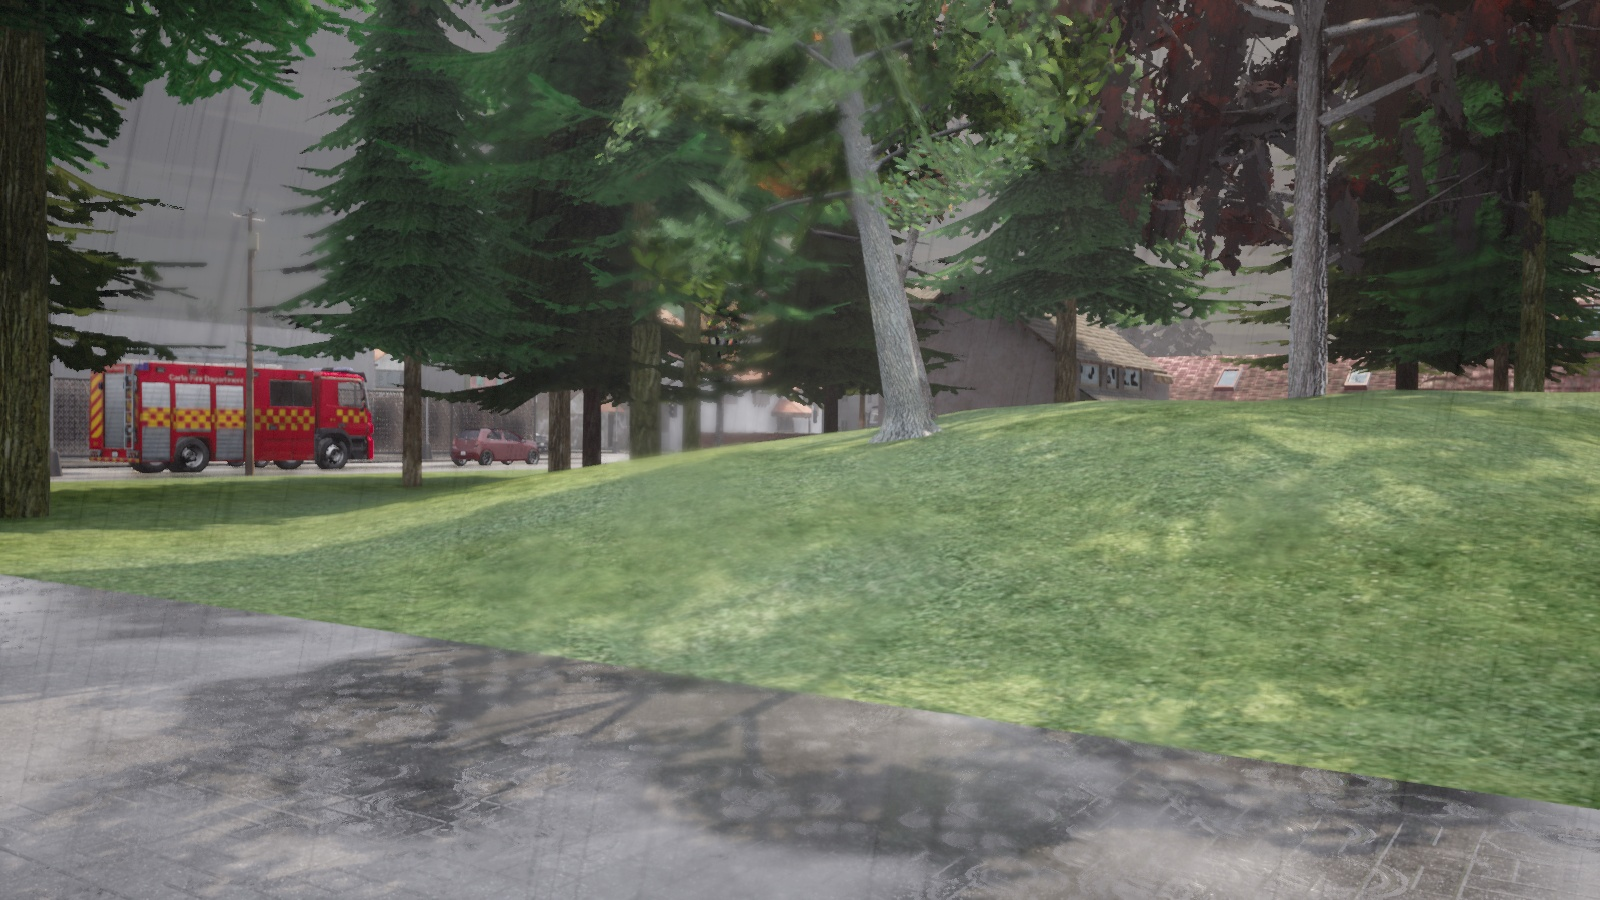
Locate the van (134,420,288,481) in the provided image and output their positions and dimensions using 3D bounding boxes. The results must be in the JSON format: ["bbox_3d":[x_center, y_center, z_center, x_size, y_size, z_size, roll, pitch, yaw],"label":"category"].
[{"bbox_3d":[-20.728,0.008,44.372,2.069,2.038,4.480,0,0,34],"label":"van"}]

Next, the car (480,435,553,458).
[{"bbox_3d":[-18.223,-0.224,80.564,4.674,1.442,1.812,0,1,33],"label":"car"}]

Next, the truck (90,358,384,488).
[{"bbox_3d":[-18.099,-0.859,41.093,2.891,3.827,8.468,0,1,34],"label":"truck"}]

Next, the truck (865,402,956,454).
[{"bbox_3d":[7.774,-1.545,87.328,2.891,3.462,7.936,0,1,33],"label":"truck"}]

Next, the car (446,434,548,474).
[{"bbox_3d":[-12.067,0.141,50.173,1.845,1.501,3.633,0,1,33],"label":"car"}]
